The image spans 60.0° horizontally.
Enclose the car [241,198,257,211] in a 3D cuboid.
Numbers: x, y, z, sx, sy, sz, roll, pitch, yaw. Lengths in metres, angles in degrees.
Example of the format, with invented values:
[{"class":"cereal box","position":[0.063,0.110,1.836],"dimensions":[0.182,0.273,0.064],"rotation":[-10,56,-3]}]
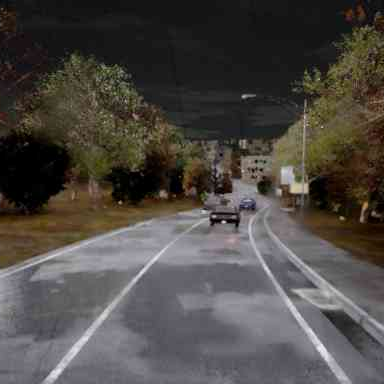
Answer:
[{"class":"car","position":[7.135,1.537,42.206],"dimensions":[1.812,1.442,4.674],"rotation":[2,0,15]}]

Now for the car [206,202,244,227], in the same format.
[{"class":"car","position":[2.403,1.588,22.989],"dimensions":[1.895,1.301,4.718],"rotation":[1,0,10]}]

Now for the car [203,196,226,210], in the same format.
[{"class":"car","position":[2.791,1.266,40.126],"dimensions":[2.097,1.767,4.553],"rotation":[2,1,16]}]
